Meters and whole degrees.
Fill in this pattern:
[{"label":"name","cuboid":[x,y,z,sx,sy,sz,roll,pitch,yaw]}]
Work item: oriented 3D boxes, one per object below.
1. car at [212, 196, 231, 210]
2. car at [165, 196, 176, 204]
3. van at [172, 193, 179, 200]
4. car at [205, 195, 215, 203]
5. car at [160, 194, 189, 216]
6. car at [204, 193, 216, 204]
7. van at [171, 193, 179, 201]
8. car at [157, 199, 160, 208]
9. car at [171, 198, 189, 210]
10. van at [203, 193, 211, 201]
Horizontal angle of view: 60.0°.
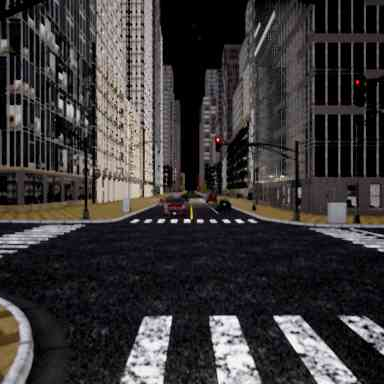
[{"label":"car","cuboid":[3.920,1.536,42.000,1.947,1.339,4.313,0,0,0]},{"label":"car","cuboid":[-4.106,1.498,64.074,1.947,1.339,4.313,0,0,0]},{"label":"van","cuboid":[-4.203,1.226,86.184,1.690,1.788,3.998,0,0,0]},{"label":"car","cuboid":[3.750,1.360,69.636,1.967,1.590,4.097,0,0,0]},{"label":"car","cuboid":[-1.526,1.336,31.999,2.097,1.767,4.553,0,0,1]},{"label":"car","cuboid":[3.774,1.247,64.108,2.192,1.841,5.009,0,0,0]},{"label":"van","cuboid":[-4.179,1.238,80.657,1.690,1.788,3.998,0,0,0]},{"label":"car","cuboid":[-4.034,1.544,47.491,1.802,1.307,4.206,0,0,0]},{"label":"car","cuboid":[-1.534,1.513,44.553,2.033,1.411,5.357,0,0,1]},{"label":"van","cuboid":[3.701,1.238,80.691,1.690,1.788,3.998,0,0,0]}]
